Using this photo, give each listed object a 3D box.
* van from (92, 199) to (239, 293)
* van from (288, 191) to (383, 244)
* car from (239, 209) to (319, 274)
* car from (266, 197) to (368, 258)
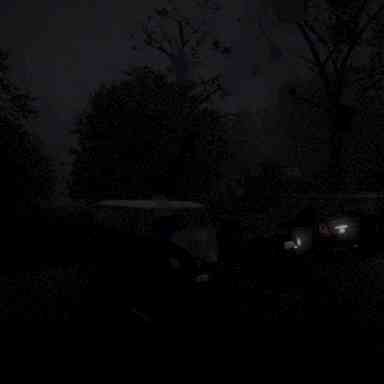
[{"bbox_3d":[-1.076,1.200,8.676,1.878,1.987,4.442,-1,1,-35],"label":"van"},{"bbox_3d":[5.684,1.057,13.785,1.878,1.987,4.442,-1,1,-35],"label":"van"},{"bbox_3d":[1.142,1.408,10.441,2.163,1.488,4.792,-1,1,-36],"label":"car"},{"bbox_3d":[3.372,1.207,11.954,2.185,1.767,4.553,-1,1,-35],"label":"car"}]
